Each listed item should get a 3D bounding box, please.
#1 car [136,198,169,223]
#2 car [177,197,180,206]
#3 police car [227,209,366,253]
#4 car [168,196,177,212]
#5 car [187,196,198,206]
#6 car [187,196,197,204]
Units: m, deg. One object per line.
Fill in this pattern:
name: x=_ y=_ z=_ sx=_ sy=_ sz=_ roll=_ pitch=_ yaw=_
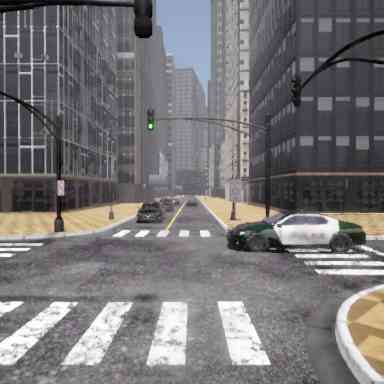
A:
car: x=-3.093 y=1.504 z=25.835 sx=1.837 sy=1.490 sz=4.892 roll=0 pitch=0 yaw=0
car: x=-3.035 y=1.512 z=56.327 sx=2.128 sy=1.511 sz=4.902 roll=0 pitch=0 yaw=1
police car: x=3.931 y=1.482 z=13.027 sx=4.974 sy=1.542 sz=2.038 roll=0 pitch=1 yaw=2
car: x=-3.092 y=1.512 z=39.140 sx=1.837 sy=1.490 sz=4.892 roll=0 pitch=0 yaw=0
car: x=0.001 y=1.566 z=55.439 sx=2.033 sy=1.411 sz=5.357 roll=0 pitch=0 yaw=0
car: x=0.002 y=1.557 z=65.856 sx=1.812 sy=1.442 sz=4.674 roll=0 pitch=0 yaw=0
